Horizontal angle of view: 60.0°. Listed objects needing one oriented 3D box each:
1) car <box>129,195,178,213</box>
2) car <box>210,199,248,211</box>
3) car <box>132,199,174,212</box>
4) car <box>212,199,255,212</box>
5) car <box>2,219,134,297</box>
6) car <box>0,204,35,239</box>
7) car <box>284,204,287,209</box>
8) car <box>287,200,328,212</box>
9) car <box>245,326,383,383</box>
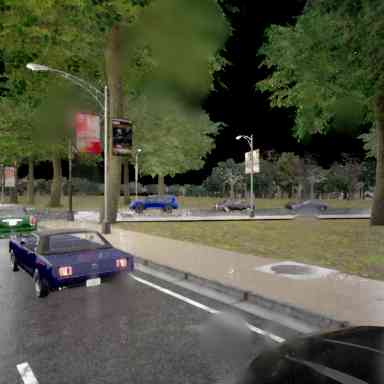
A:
[{"bbox_3d":[-4.364,1.352,38.212,5.566,2.045,2.150,0,0,-14],"label":"car"},{"bbox_3d":[4.906,1.714,43.943,4.674,1.442,1.812,0,0,-14],"label":"car"},{"bbox_3d":[-4.879,1.622,41.432,4.902,1.511,2.128,0,0,-14],"label":"car"},{"bbox_3d":[5.324,1.678,40.697,4.902,1.511,2.128,0,0,-14],"label":"car"},{"bbox_3d":[-3.420,1.601,8.710,1.895,1.301,4.718,0,0,-38],"label":"car"},{"bbox_3d":[-8.915,1.352,15.824,2.097,1.767,4.553,0,0,-38],"label":"car"},{"bbox_3d":[15.058,1.816,46.548,4.181,1.385,1.994,0,0,-15],"label":"car"},{"bbox_3d":[15.325,1.774,43.258,4.674,1.442,1.812,0,0,-14],"label":"car"},{"bbox_3d":[2.357,1.478,1.241,1.882,1.535,5.008,0,0,-38],"label":"car"}]
